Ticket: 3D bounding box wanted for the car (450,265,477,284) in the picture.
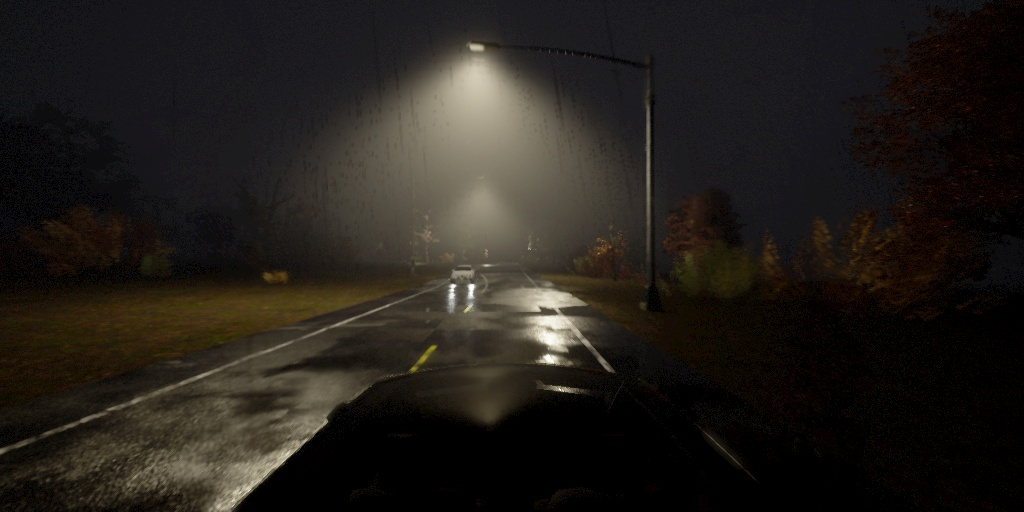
[{"bbox_3d":[-4.006,1.494,29.911,1.812,1.442,4.674,0,-1,-4],"label":"car"}]
